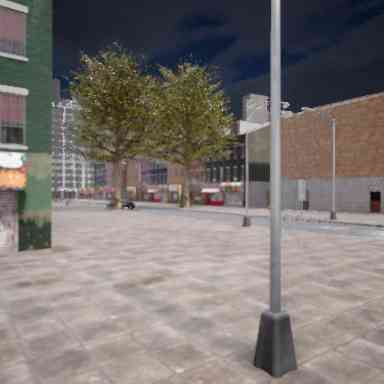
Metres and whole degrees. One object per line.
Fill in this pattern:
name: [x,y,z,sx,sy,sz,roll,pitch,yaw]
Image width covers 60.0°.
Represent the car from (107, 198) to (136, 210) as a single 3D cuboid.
car: [-8.830,1.455,41.375,2.033,1.411,5.357,0,0,-35]
